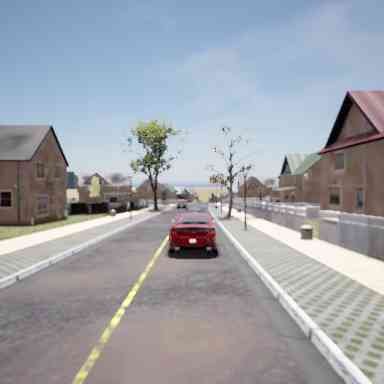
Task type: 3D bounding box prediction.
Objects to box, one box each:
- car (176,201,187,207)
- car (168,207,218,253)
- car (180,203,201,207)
[{"bbox_3d":[-1.686,2.295,58.485,1.837,1.490,4.892,0,-1,2],"label":"car"},{"bbox_3d":[0.064,1.633,14.480,1.882,1.535,5.008,0,0,1],"label":"car"},{"bbox_3d":[0.262,1.903,29.294,1.994,1.385,4.181,0,-1,1],"label":"car"}]
